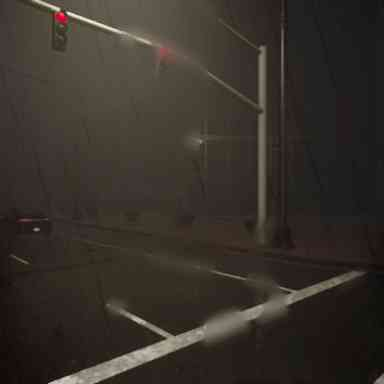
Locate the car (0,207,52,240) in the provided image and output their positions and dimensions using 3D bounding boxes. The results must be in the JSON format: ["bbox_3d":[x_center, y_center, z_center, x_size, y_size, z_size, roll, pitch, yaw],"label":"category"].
[{"bbox_3d":[-9.015,1.567,17.546,2.128,1.511,4.902,1,-1,-43],"label":"car"}]
